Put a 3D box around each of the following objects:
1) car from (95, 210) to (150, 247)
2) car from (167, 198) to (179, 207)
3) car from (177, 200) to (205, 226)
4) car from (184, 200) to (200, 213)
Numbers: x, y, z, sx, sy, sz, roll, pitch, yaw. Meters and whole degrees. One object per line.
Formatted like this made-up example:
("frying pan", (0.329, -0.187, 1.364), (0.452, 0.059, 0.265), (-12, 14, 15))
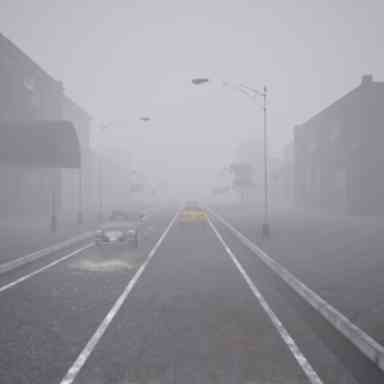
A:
("car", (-3.138, 1.610, 15.676), (2.128, 1.511, 4.902), (0, 0, 0))
("car", (-3.206, 1.803, 57.642), (1.837, 1.490, 4.892), (0, 0, 0))
("car", (0.034, 1.629, 25.230), (1.801, 1.575, 5.366), (0, 0, 0))
("car", (-0.011, 1.747, 41.888), (1.837, 1.490, 4.892), (0, 0, 0))
